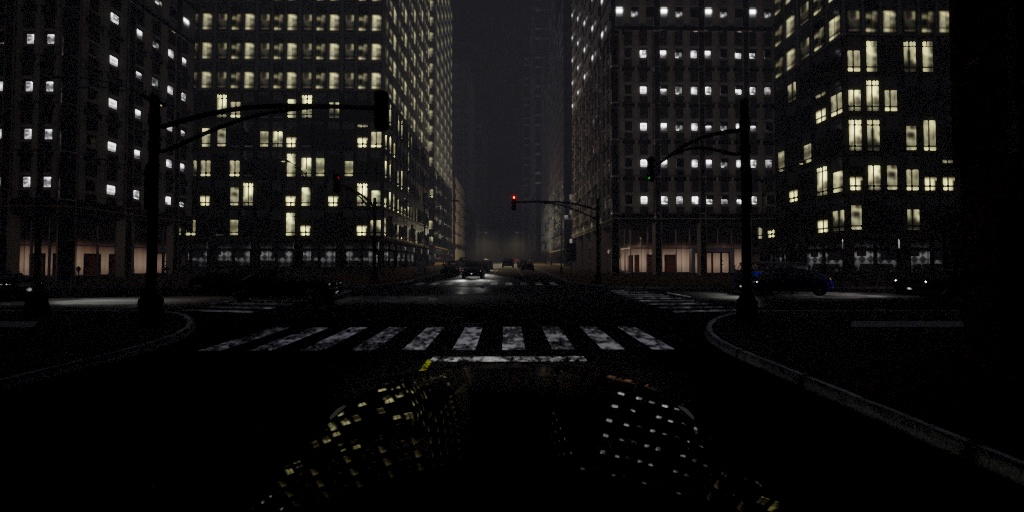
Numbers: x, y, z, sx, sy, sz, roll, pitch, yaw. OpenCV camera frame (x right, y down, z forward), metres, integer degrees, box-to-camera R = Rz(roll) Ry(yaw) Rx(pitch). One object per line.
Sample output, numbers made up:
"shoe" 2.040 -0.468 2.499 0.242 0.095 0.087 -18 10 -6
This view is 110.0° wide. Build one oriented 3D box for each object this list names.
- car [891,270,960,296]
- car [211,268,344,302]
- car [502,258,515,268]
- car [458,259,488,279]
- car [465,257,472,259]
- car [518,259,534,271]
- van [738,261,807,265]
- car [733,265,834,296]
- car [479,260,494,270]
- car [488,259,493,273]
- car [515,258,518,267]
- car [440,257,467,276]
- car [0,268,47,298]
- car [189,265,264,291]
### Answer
"car" 23.568 1.434 19.315 4.718 1.301 1.895 0 -1 -1
"car" -10.277 1.329 16.255 4.718 1.301 1.895 0 -1 -8
"car" -0.725 1.125 63.973 2.097 1.767 4.553 0 0 -1
"car" -3.519 1.266 33.214 1.837 1.490 4.892 0 0 -1
"car" -6.309 1.081 48.176 2.192 1.841 5.009 0 0 -1
"car" 2.070 1.348 48.350 1.802 1.307 4.207 0 0 -1
"van" 15.717 1.209 21.807 3.998 1.789 1.690 0 0 -1
"car" 14.524 1.341 19.211 4.674 1.442 1.812 0 -1 -2
"car" -3.791 1.316 54.068 2.033 1.411 5.357 0 0 -1
"car" -3.653 1.366 43.431 1.895 1.301 4.718 0 0 -1
"car" 1.920 1.296 59.675 1.751 1.417 4.829 0 0 -1
"car" -6.160 1.202 37.027 1.967 1.591 4.097 0 0 -1
"car" -23.445 1.180 15.594 4.902 1.511 2.128 0 -1 -1
"car" -16.755 1.255 21.447 4.097 1.591 1.967 0 0 -1
